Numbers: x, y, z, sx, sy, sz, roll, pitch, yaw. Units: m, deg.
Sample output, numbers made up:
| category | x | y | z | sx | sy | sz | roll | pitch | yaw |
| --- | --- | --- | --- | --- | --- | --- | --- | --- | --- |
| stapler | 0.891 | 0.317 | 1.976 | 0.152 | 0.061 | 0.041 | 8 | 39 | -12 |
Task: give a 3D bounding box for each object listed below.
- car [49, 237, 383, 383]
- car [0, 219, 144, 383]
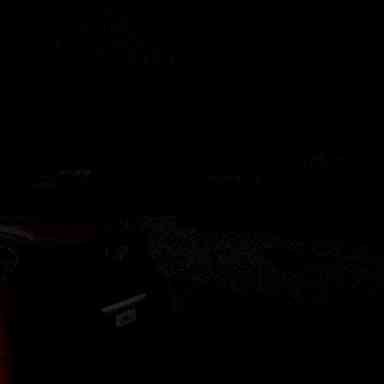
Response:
| category | x | y | z | sx | sy | sz | roll | pitch | yaw |
| --- | --- | --- | --- | --- | --- | --- | --- | --- | --- |
| car | 1.809 | 1.315 | 1.509 | 5.009 | 1.841 | 2.192 | 0 | 1 | 36 |
| car | -2.590 | 1.315 | 4.646 | 5.009 | 1.841 | 2.192 | 0 | 1 | 36 |
